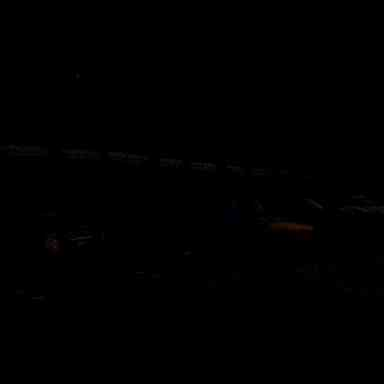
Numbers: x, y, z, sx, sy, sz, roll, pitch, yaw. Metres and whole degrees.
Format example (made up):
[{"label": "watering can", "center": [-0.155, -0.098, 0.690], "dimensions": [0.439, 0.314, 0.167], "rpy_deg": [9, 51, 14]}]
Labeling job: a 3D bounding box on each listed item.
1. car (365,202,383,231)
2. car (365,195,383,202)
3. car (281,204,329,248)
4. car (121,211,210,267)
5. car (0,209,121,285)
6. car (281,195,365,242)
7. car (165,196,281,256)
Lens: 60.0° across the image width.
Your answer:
[{"label": "car", "center": [7.726, 1.481, 18.501], "dimensions": [4.892, 1.521, 2.231], "rpy_deg": [-1, -1, 35]}, {"label": "car", "center": [10.159, 1.228, 20.292], "dimensions": [5.566, 2.045, 2.435], "rpy_deg": [-1, -1, 34]}, {"label": "car", "center": [2.957, 1.477, 14.906], "dimensions": [5.366, 1.575, 1.946], "rpy_deg": [-1, -1, 34]}, {"label": "car", "center": [-2.095, 1.514, 11.481], "dimensions": [4.792, 1.488, 2.163], "rpy_deg": [-1, -1, 35]}, {"label": "car", "center": [-4.559, 1.360, 9.728], "dimensions": [4.553, 1.767, 2.185], "rpy_deg": [-1, -1, 34]}, {"label": "car", "center": [5.286, 1.230, 16.743], "dimensions": [5.566, 2.045, 2.435], "rpy_deg": [-1, -1, 35]}, {"label": "car", "center": [0.314, 1.233, 13.272], "dimensions": [5.566, 2.045, 2.435], "rpy_deg": [-1, 0, 34]}]
